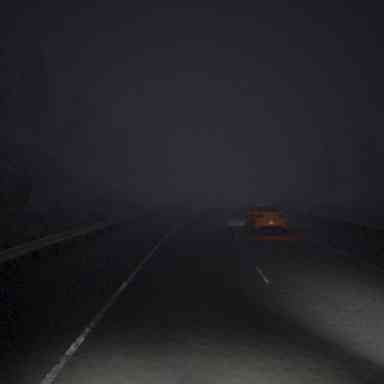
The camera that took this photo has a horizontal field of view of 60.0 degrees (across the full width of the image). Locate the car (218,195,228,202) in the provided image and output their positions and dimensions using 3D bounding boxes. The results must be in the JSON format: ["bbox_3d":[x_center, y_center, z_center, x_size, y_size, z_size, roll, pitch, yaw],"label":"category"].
[{"bbox_3d":[6.711,1.411,71.728,1.882,1.535,5.008,0,0,12],"label":"car"}]

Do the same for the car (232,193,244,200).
[{"bbox_3d":[11.841,1.125,87.726,2.097,1.767,4.553,0,0,16],"label":"car"}]

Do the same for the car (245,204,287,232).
[{"bbox_3d":[4.321,1.460,19.926,1.882,1.535,5.008,0,0,4],"label":"car"}]
